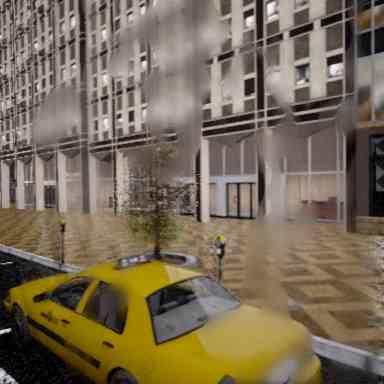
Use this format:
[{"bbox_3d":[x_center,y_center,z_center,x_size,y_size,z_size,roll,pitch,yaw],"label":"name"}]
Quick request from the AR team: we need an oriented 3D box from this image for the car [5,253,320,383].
[{"bbox_3d":[-0.924,1.484,4.354,4.829,1.417,1.752,-1,1,43],"label":"car"}]
